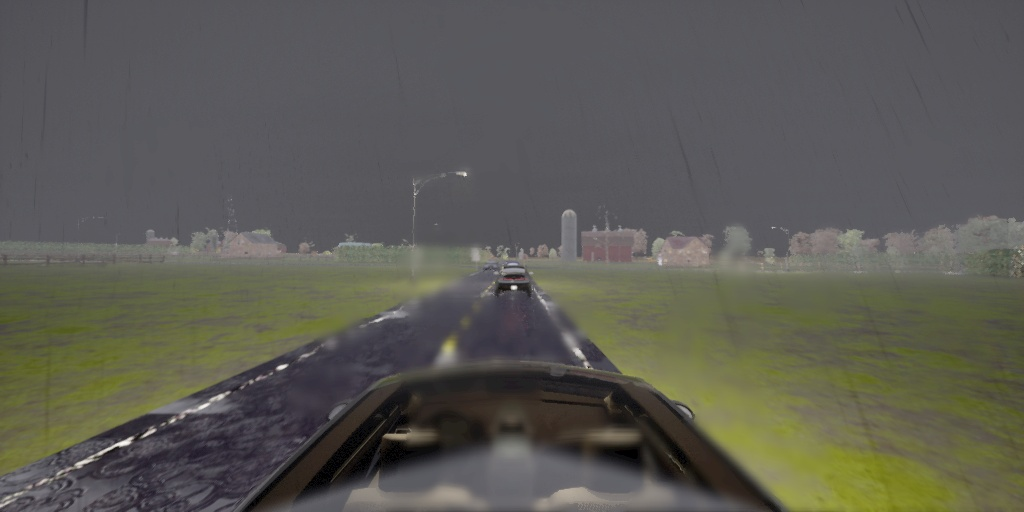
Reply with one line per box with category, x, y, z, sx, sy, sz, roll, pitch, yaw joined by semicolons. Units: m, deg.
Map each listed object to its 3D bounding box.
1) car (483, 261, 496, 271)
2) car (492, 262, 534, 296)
car;-2.793;1.328;49.244;1.994;1.385;4.181;0;0;1
car;0.096;1.252;19.294;1.837;1.490;4.892;0;0;0
